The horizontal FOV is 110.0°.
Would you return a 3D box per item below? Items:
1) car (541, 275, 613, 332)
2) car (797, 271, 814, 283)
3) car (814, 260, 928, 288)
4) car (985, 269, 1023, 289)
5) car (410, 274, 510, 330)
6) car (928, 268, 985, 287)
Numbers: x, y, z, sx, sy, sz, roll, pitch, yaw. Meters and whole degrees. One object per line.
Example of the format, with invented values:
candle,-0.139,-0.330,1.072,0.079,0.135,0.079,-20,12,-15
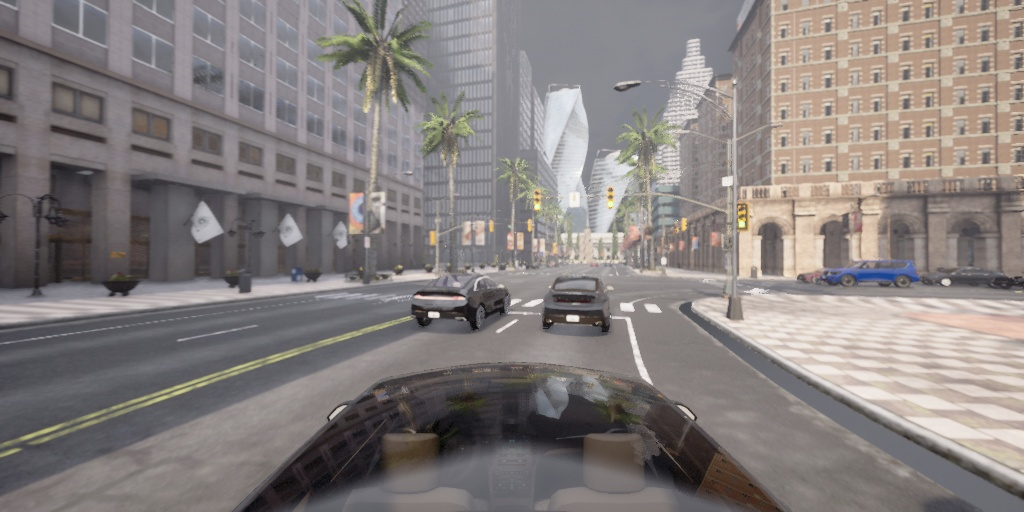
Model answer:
car,2.126,1.350,11.391,1.837,1.490,4.892,0,-1,14
car,27.295,1.706,30.972,4.181,1.385,1.994,0,-1,16
car,27.143,1.331,27.383,5.566,2.045,2.150,0,-1,16
car,36.787,1.736,24.679,4.718,1.301,1.895,0,-1,16
car,-1.412,1.320,11.540,2.128,1.511,4.902,0,-1,14
car,35.733,1.669,28.606,4.892,1.490,1.837,0,-1,16
